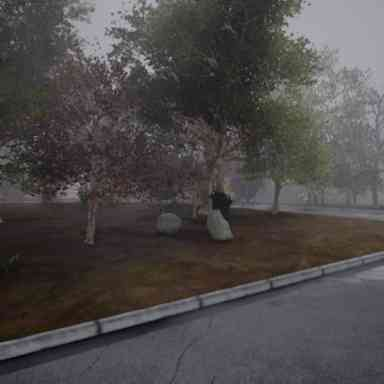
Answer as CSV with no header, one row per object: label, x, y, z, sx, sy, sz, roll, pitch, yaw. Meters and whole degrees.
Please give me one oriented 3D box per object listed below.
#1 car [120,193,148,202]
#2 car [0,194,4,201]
car,-7.742,0.280,43.003,5.566,2.045,2.150,1,0,1
car,-22.859,0.496,34.993,5.357,1.411,2.033,0,0,-34
